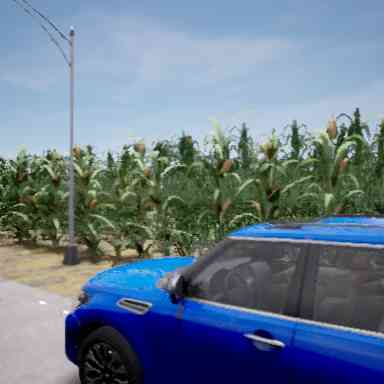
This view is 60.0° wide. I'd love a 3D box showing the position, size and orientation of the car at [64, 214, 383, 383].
[{"bbox_3d":[1.182,1.239,3.105,5.566,2.045,2.150,0,0,35],"label":"car"}]
